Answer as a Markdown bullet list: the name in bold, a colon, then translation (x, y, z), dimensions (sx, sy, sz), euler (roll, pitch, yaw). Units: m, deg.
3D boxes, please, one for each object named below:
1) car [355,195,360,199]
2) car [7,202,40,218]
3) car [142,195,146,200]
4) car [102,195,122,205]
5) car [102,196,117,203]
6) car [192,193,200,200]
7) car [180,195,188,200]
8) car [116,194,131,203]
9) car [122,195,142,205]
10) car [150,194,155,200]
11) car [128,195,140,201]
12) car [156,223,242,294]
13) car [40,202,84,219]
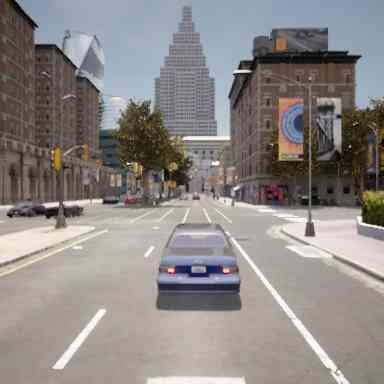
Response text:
- **car**: translation (35.348, 1.456, 70.557), dimensions (2.231, 1.521, 4.892), euler (0, 0, 1)
- **car**: translation (-14.730, 1.553, 29.908), dimensions (1.994, 1.385, 4.181), euler (0, 0, 1)
- **car**: translation (-10.608, 1.476, 69.999), dimensions (1.837, 1.490, 4.892), euler (0, 0, 1)
- **car**: translation (-14.328, 1.580, 58.693), dimensions (1.895, 1.301, 4.718), euler (0, 0, 1)
- **car**: translation (-17.360, 1.570, 69.847), dimensions (1.895, 1.301, 4.718), euler (0, 0, 1)
- **car**: translation (1.154, 1.318, 90.026), dimensions (2.097, 1.767, 4.553), euler (0, 0, 1)
- **car**: translation (-2.346, 1.487, 90.101), dimensions (1.812, 1.442, 4.674), euler (0, 0, 1)
- **car**: translation (-14.124, 1.331, 68.799), dimensions (2.097, 1.767, 4.553), euler (0, 0, 1)
- **car**: translation (-10.809, 1.457, 59.873), dimensions (1.882, 1.535, 5.008), euler (0, 0, 1)
- **car**: translation (-10.445, 1.326, 82.530), dimensions (2.097, 1.767, 4.553), euler (0, 0, 1)
- **car**: translation (-13.972, 1.450, 80.502), dimensions (1.882, 1.535, 5.008), euler (0, 0, 1)
- **car**: translation (0.175, 1.544, 8.947), dimensions (2.033, 1.411, 5.357), euler (0, 0, 1)
- **car**: translation (-11.236, 1.590, 29.432), dimensions (1.895, 1.301, 4.718), euler (0, 0, 1)
